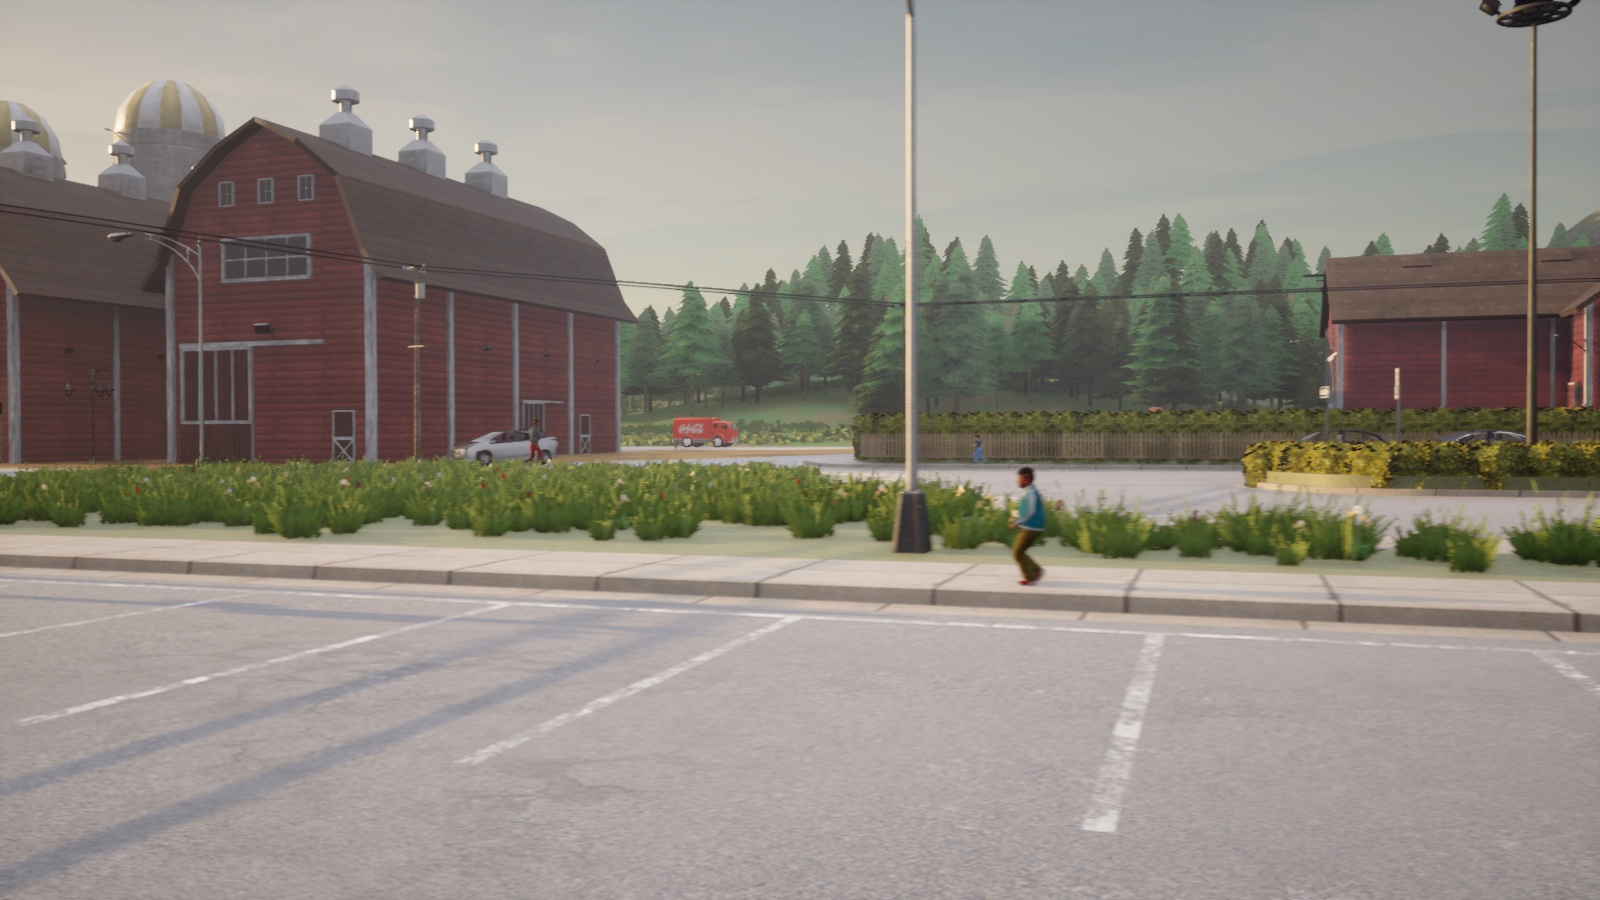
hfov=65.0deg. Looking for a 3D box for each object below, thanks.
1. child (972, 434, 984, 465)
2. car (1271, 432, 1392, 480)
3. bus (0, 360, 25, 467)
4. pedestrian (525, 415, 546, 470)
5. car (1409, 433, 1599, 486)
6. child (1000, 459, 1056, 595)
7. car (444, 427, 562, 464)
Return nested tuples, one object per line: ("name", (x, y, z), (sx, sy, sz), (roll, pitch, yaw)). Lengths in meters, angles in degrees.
("child", (7.141, -0.019, 50.435), (0.437, 1.263, 0.270), (0, 1, 13))
("car", (18.079, 0.186, 42.892), (3.705, 1.549, 1.789), (1, 1, 19))
("bus", (-36.816, -1.494, 50.307), (10.273, 4.253, 3.944), (1, 1, 16))
("pedestrian", (-8.872, -0.251, 42.163), (0.614, 1.847, 0.353), (0, 1, 13))
("car", (21.303, 0.254, 38.054), (4.902, 1.511, 2.128), (0, 1, 19))
("child", (2.066, 0.687, 11.382), (0.448, 1.192, 0.343), (1, 1, 18))
("car", (-12.800, -0.215, 54.224), (4.514, 1.525, 2.007), (-1, 1, -39))
